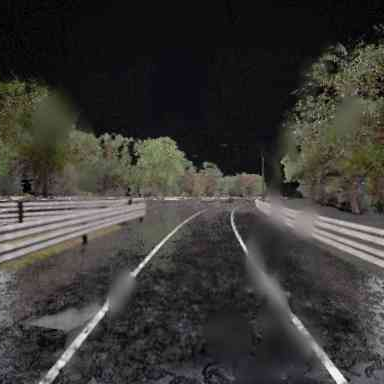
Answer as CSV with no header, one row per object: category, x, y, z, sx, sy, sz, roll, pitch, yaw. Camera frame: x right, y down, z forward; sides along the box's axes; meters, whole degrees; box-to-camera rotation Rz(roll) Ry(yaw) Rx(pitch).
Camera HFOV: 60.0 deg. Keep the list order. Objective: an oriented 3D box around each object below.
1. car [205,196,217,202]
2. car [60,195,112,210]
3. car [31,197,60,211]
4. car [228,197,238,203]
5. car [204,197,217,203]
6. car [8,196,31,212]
car,5.179,1.984,90.718,1.882,1.535,5.008,0,-1,19
car,-8.985,1.070,29.471,2.097,1.767,4.553,0,-1,20
car,-12.253,1.273,30.737,1.994,1.385,4.181,0,-1,20
car,10.439,1.974,84.570,1.837,1.490,4.892,0,-1,19
car,4.292,1.890,77.629,2.033,1.411,5.357,0,-1,19
car,-15.534,1.204,31.953,1.837,1.490,4.892,0,-1,20
